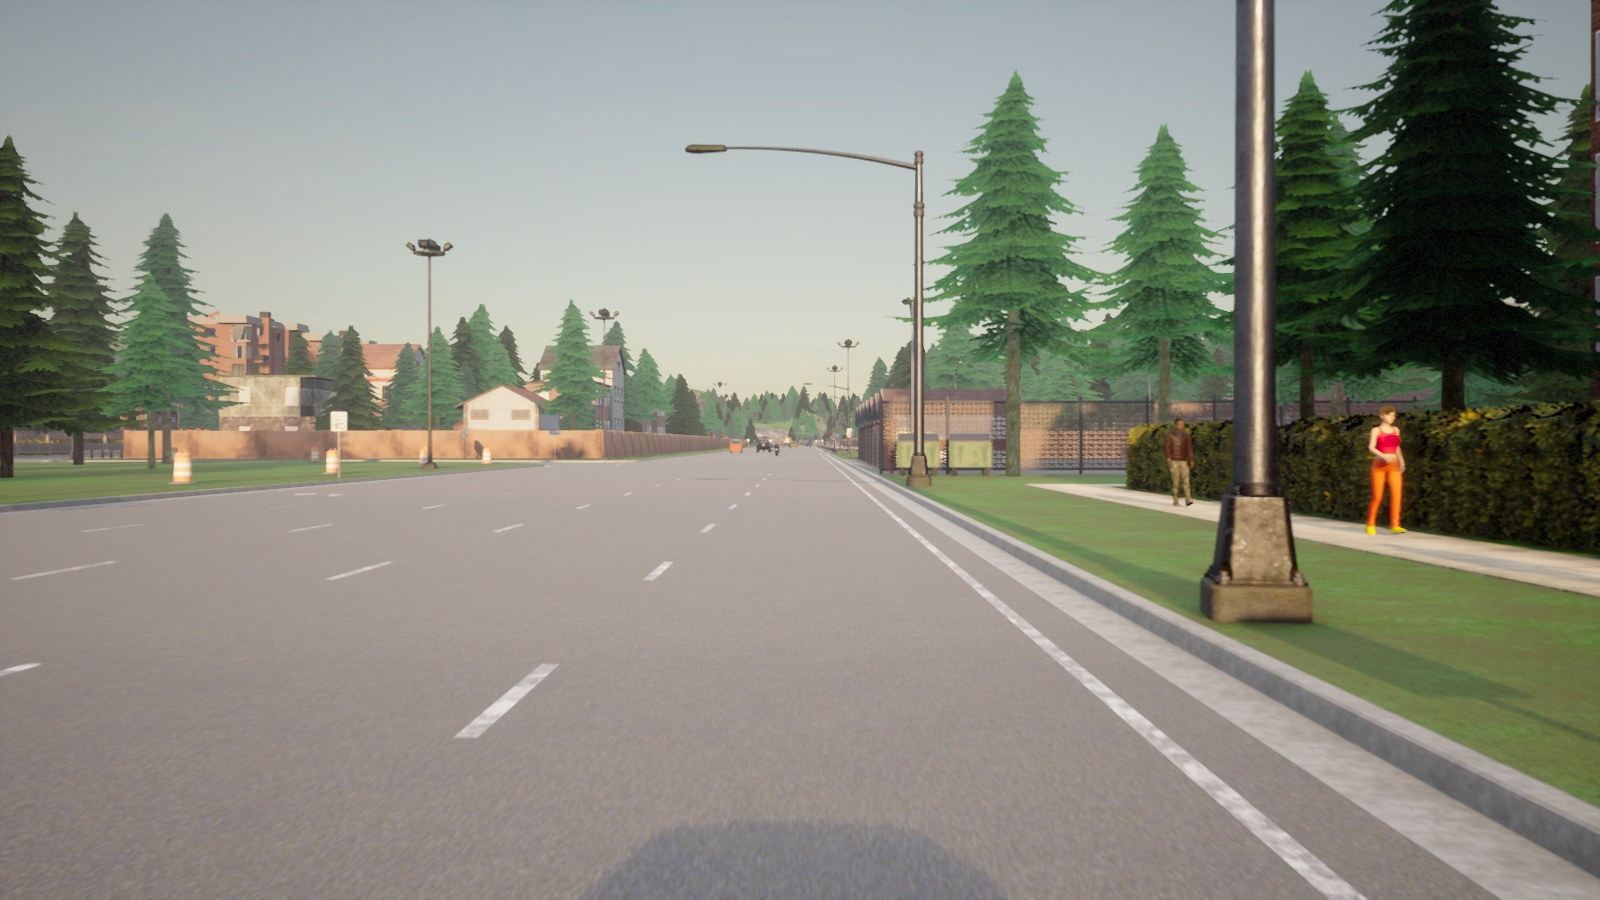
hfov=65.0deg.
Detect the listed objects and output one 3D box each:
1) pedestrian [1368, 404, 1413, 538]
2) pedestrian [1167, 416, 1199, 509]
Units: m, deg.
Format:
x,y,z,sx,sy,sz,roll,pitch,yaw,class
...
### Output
x,y,z,sx,sy,sz,roll,pitch,yaw,class
8.198,0.284,17.451,0.345,1.836,0.594,0,0,0,pedestrian
7.683,0.240,25.202,0.431,1.840,0.703,0,0,1,pedestrian
